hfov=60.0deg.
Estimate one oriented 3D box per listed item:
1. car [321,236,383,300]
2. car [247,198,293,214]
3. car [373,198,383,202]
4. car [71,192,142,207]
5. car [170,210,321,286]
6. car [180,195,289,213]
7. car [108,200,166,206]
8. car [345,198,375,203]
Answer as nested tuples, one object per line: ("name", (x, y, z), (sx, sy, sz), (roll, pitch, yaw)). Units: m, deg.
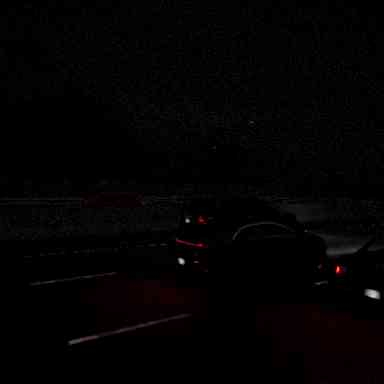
("car", (5.206, 1.632, 7.457), (4.718, 1.301, 1.895), (1, 0, -34))
("car", (8.260, 1.439, 35.039), (4.892, 1.490, 1.837), (1, 0, -34))
("car", (25.884, 1.637, 46.952), (4.902, 1.511, 2.128), (1, 0, -34))
("car", (-6.304, 0.993, 25.133), (5.566, 2.045, 2.150), (1, 0, -34))
("car", (1.741, 1.463, 9.329), (4.902, 1.511, 2.128), (1, 0, -34))
("car", (2.043, 1.174, 13.765), (5.566, 2.045, 2.150), (1, 0, -34))
("car", (-3.071, 1.430, 23.103), (4.718, 1.301, 1.895), (1, 0, -34))
("car", (18.076, 1.666, 37.433), (4.718, 1.301, 1.895), (1, 0, -34))
